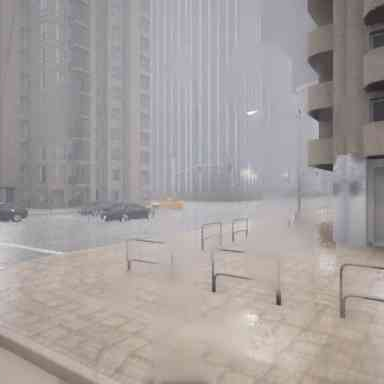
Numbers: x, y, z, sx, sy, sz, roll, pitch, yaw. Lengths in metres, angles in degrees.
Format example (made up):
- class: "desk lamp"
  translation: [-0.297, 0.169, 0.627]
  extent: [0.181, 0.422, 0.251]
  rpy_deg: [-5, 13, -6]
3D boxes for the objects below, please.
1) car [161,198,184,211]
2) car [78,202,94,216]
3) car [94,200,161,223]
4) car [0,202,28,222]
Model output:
- class: "car"
  translation: [-3.068, 1.533, 41.519]
  extent: [1.882, 1.535, 5.008]
  rpy_deg: [0, 0, 35]
- class: "car"
  translation: [-8.994, 1.560, 32.993]
  extent: [1.837, 1.490, 4.892]
  rpy_deg: [0, 0, 35]
- class: "car"
  translation: [-4.956, 1.560, 26.197]
  extent: [1.837, 1.490, 4.892]
  rpy_deg: [0, 0, 35]
- class: "car"
  translation: [-14.803, 1.560, 24.622]
  extent: [1.837, 1.490, 4.892]
  rpy_deg: [0, 0, 36]
